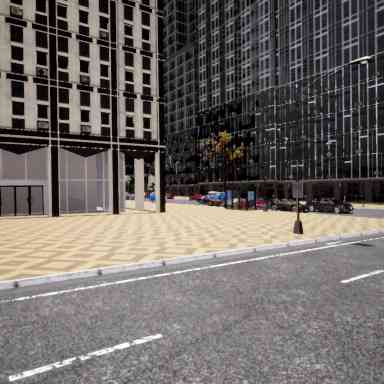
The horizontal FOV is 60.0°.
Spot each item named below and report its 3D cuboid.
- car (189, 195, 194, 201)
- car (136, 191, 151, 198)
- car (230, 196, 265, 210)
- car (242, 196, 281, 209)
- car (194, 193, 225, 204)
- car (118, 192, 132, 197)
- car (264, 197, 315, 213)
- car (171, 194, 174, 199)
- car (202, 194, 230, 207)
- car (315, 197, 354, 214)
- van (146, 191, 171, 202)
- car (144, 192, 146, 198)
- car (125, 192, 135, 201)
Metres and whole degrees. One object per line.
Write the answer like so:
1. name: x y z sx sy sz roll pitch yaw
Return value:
1. car: 1.007 1.044 63.091 1.802 1.307 4.206 0 1 -35
2. car: -11.901 0.686 81.804 1.967 1.590 4.097 0 1 -35
3. car: 6.923 1.388 39.559 1.802 1.307 4.206 0 1 -35
4. car: 8.650 1.260 41.801 1.837 1.490 4.892 -1 1 -34
5. car: 2.813 1.262 50.280 1.895 1.301 4.718 -1 1 -35
6. car: -18.354 0.689 91.162 2.008 1.369 4.403 0 1 -35
7. car: 10.136 1.424 34.868 1.947 1.339 4.313 0 1 -35
8. car: -5.447 0.936 72.449 1.802 1.307 4.206 0 1 -35
9. car: 3.744 1.320 44.270 1.947 1.339 4.313 0 1 -35
10. car: 13.997 1.345 34.046 1.837 1.490 4.892 -1 1 -35
11. van: -5.891 0.937 58.332 1.690 1.788 3.998 0 1 -35
12. car: -8.674 0.615 77.124 2.192 1.841 5.009 0 1 -35
13. car: -12.346 1.040 67.692 2.008 1.369 4.403 0 1 -35
